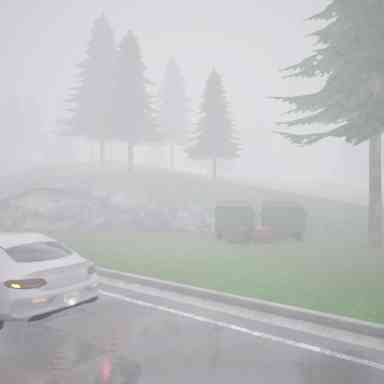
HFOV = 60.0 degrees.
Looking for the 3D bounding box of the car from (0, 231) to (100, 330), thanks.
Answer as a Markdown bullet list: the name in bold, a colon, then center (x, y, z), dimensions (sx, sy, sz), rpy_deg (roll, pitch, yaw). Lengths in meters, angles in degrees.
- **car**: center (-3.821, 1.526, 6.715), dimensions (4.674, 1.442, 1.812), rpy_deg (0, 0, 35)
